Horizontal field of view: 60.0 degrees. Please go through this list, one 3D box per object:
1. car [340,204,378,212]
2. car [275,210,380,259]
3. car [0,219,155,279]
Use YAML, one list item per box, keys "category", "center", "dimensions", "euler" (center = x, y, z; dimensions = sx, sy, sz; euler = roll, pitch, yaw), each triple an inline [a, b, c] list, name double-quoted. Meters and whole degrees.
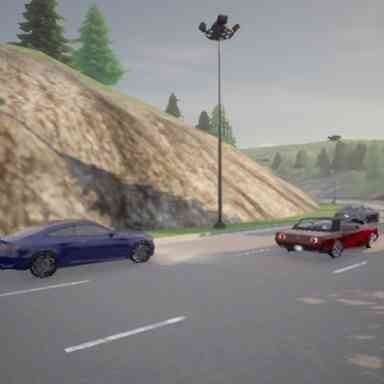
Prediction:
- category: "car"
  center: [11.462, 1.528, 23.063]
  dimensions: [1.994, 1.385, 4.181]
  euler: [0, 0, 45]
- category: "car"
  center: [5.279, 1.586, 12.607]
  dimensions: [4.718, 1.301, 1.895]
  euler: [0, 0, -40]
- category: "car"
  center: [-3.358, 1.546, 10.134]
  dimensions: [4.674, 1.442, 1.812]
  euler: [0, 0, -37]
